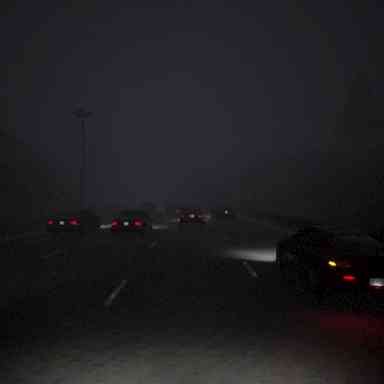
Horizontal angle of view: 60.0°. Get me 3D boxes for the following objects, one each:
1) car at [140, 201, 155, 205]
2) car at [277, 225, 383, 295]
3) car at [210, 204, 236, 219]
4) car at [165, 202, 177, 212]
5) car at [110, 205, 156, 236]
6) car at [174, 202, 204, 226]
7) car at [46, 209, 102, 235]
[{"bbox_3d":[-5.670,1.890,42.855,2.033,1.411,5.357,0,0,-11],"label":"car"},{"bbox_3d":[3.606,1.596,8.777,1.812,1.442,4.674,0,0,0],"label":"car"},{"bbox_3d":[2.902,1.818,31.806,1.994,1.385,4.181,0,0,-5],"label":"car"},{"bbox_3d":[-2.581,1.961,45.164,1.895,1.301,4.718,0,0,-11],"label":"car"},{"bbox_3d":[-3.423,1.705,19.608,2.033,1.411,5.357,0,0,-1],"label":"car"},{"bbox_3d":[-0.124,1.753,25.662,2.033,1.411,5.357,0,0,-3],"label":"car"},{"bbox_3d":[-6.932,1.709,20.093,2.033,1.411,5.357,0,0,-1],"label":"car"}]
